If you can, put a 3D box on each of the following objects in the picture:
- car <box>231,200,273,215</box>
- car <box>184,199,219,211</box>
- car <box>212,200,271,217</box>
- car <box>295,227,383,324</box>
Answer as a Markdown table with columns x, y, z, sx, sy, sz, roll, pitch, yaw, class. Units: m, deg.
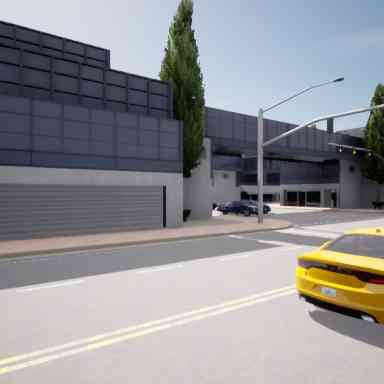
| x | y | z | sx | sy | sz | roll | pitch | yaw | class |
| --- | --- | --- | --- | --- | --- | --- | --- | --- | --- |
| 6.397 | 1.564 | 35.640 | 1.994 | 1.385 | 4.181 | 0 | 0 | -37 | car |
| 1.162 | 1.601 | 42.622 | 1.895 | 1.301 | 4.718 | 0 | 0 | -37 | car |
| 4.675 | 1.547 | 32.105 | 2.033 | 1.411 | 5.357 | 0 | 0 | -37 | car |
| 4.252 | 1.478 | 6.880 | 5.008 | 1.535 | 1.882 | 0 | 0 | -36 | car |
